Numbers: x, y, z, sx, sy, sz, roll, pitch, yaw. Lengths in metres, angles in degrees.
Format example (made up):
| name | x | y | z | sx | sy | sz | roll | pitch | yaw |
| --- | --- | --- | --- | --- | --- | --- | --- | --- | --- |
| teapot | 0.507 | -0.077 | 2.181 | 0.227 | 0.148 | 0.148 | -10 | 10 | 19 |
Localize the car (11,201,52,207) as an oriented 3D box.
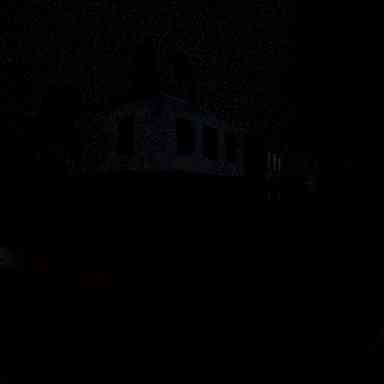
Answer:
| name | x | y | z | sx | sy | sz | roll | pitch | yaw |
| --- | --- | --- | --- | --- | --- | --- | --- | --- | --- |
| car | -14.643 | 1.528 | 29.135 | 2.033 | 1.411 | 5.357 | 0 | 0 | 29 |
